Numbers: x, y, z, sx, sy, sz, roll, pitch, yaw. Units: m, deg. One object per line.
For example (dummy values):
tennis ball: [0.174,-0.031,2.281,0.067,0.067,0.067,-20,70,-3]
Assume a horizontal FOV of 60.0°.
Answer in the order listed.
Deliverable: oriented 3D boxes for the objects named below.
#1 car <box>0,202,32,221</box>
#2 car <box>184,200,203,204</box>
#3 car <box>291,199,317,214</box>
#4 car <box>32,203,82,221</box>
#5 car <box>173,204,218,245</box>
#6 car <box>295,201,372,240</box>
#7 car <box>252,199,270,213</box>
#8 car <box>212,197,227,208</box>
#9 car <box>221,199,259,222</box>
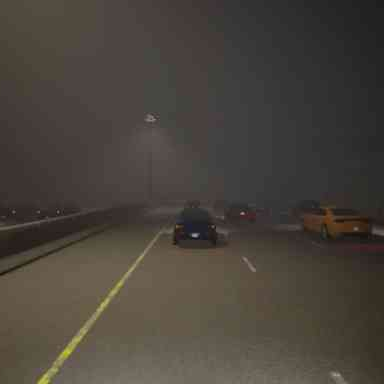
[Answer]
car: [-13.990,1.548,26.959,1.895,1.301,4.718,0,0,1]
car: [0.142,1.483,34.371,2.033,1.411,5.357,0,0,0]
car: [10.639,1.448,30.933,1.837,1.490,4.892,0,0,0]
car: [-10.496,1.549,26.518,1.895,1.301,4.718,0,0,1]
car: [0.119,1.497,15.311,1.812,1.442,4.674,0,0,0]
car: [7.119,1.447,16.923,1.882,1.535,5.008,0,0,0]
car: [7.145,1.459,36.135,1.812,1.442,4.674,0,0,0]
car: [3.652,1.414,42.062,2.128,1.511,4.902,0,0,0]
car: [3.633,1.516,25.885,1.994,1.385,4.181,0,0,0]
